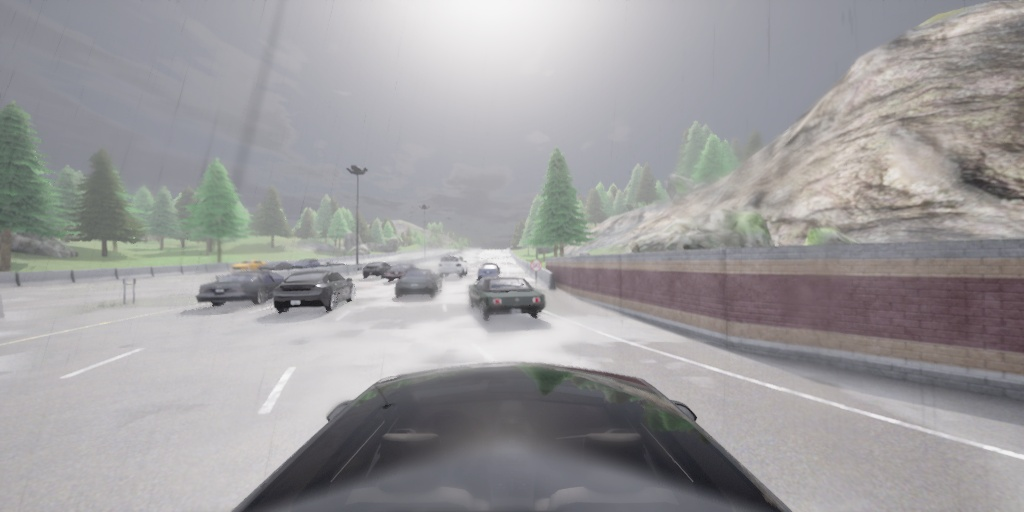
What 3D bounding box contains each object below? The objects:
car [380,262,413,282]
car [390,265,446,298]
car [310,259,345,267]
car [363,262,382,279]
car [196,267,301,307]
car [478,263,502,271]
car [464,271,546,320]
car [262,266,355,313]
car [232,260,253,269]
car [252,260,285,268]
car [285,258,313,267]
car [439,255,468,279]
[{"bbox_3d":[-8.899,1.370,29.978,2.033,1.411,5.357,0,0,-1],"label":"car"},{"bbox_3d":[-4.900,1.396,19.339,1.994,1.385,4.181,0,0,-5],"label":"car"},{"bbox_3d":[-23.455,1.364,46.156,1.895,1.301,4.718,0,1,-1],"label":"car"},{"bbox_3d":[-12.482,1.322,33.943,1.837,1.490,4.892,0,0,-1],"label":"car"},{"bbox_3d":[-11.697,1.417,16.456,2.033,1.411,5.357,0,0,-7],"label":"car"},{"bbox_3d":[-1.911,1.316,30.464,2.033,1.411,5.357,0,0,-1],"label":"car"},{"bbox_3d":[-0.406,1.382,12.853,1.895,1.301,4.718,0,0,-14],"label":"car"},{"bbox_3d":[-7.852,1.341,14.640,1.837,1.490,4.892,-1,0,-11],"label":"car"},{"bbox_3d":[-33.962,1.309,46.675,1.882,1.535,5.008,0,1,-1],"label":"car"},{"bbox_3d":[-30.464,1.356,46.540,2.033,1.411,5.357,0,1,-1],"label":"car"},{"bbox_3d":[-26.971,1.130,46.931,2.097,1.767,4.553,0,1,-1],"label":"car"},{"bbox_3d":[-5.476,0.985,33.619,2.150,2.045,5.566,0,-1,-1],"label":"car"}]
